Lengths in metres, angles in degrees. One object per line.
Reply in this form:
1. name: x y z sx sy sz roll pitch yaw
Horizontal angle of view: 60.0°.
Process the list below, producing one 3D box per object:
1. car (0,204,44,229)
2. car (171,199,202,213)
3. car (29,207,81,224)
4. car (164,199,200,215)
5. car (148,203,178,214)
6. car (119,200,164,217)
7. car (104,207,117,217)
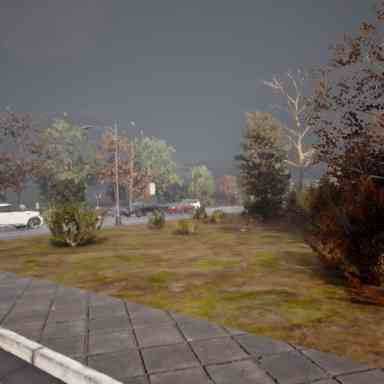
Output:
1. car: -13.985 1.895 24.672 2.150 2.045 5.566 -3 -2 34
2. car: -0.796 2.191 52.141 2.150 2.045 5.566 -3 -2 33
3. car: -14.850 2.503 36.452 2.128 1.511 4.902 -3 -2 32
4. car: -1.232 2.111 44.584 2.097 1.767 4.553 -3 -2 32
5. car: -4.582 2.604 52.687 2.128 1.511 4.902 -3 -2 32
6. car: -6.470 2.121 43.185 2.150 2.045 5.566 -3 -2 32
7. car: -10.041 2.612 44.051 1.994 1.385 4.181 -3 -2 32
